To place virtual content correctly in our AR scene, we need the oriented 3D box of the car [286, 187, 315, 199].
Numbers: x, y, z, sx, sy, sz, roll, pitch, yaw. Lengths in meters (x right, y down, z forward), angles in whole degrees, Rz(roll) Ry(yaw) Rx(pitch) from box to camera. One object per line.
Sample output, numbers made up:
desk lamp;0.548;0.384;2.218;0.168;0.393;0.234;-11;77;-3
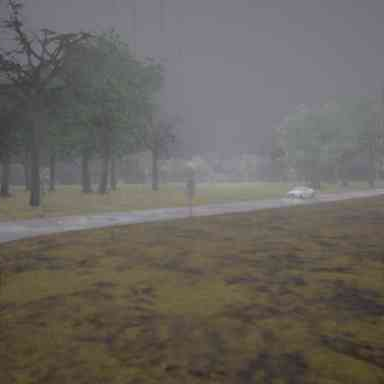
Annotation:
car;13.568;0.076;41.417;4.674;1.442;1.812;-3;3;-43
